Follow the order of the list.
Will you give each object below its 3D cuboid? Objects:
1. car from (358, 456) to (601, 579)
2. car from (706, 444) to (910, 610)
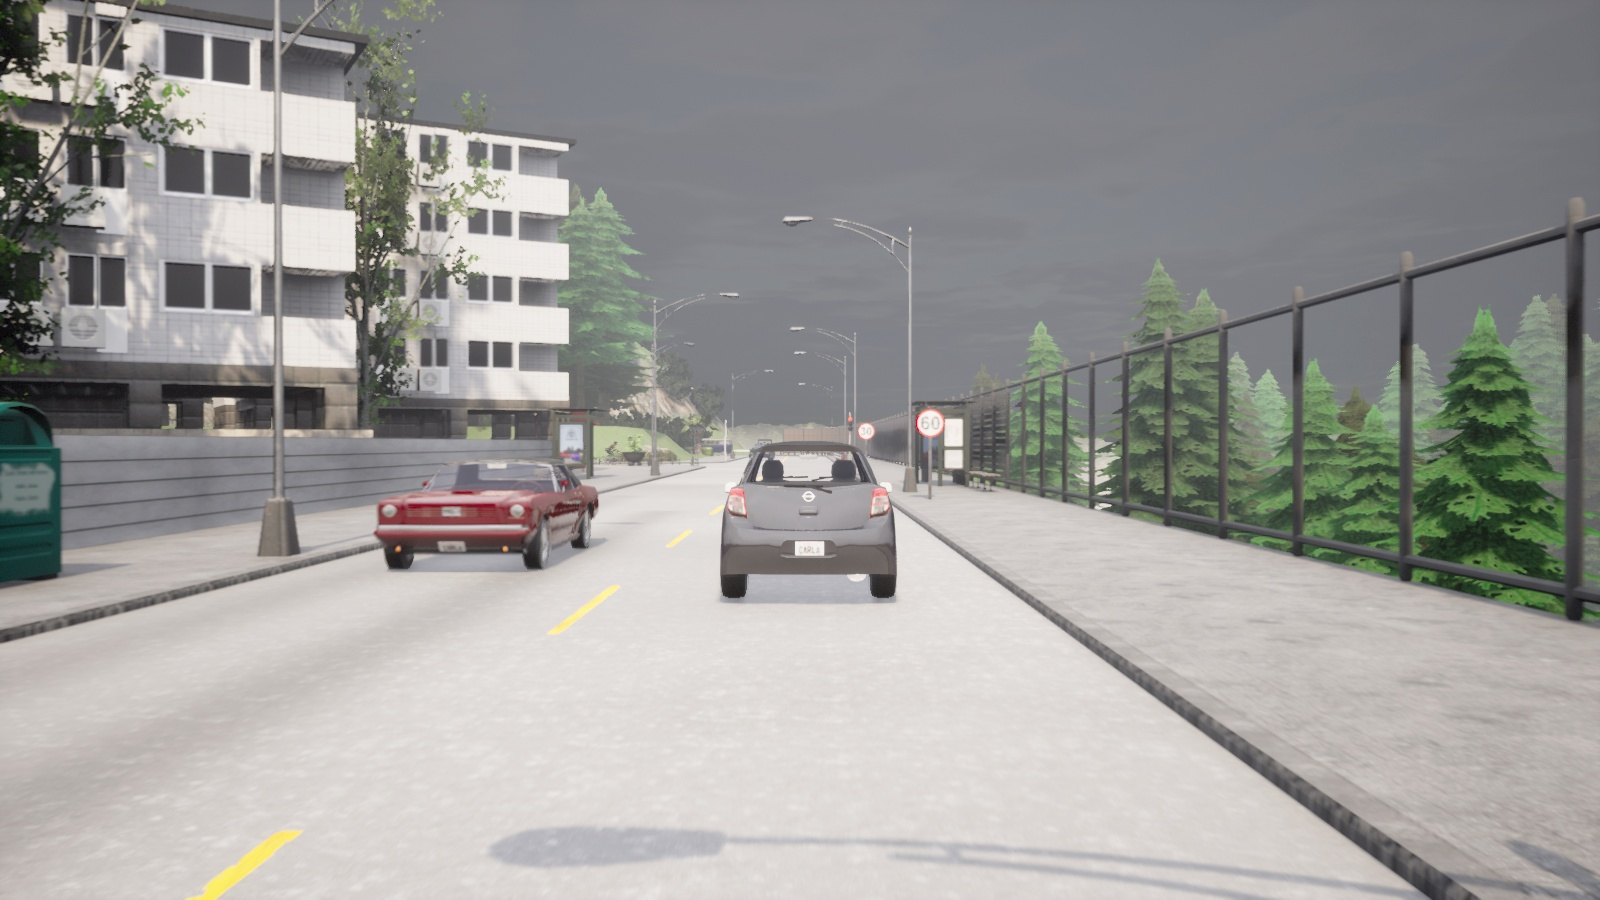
[{"bbox_3d":[-3.898,0.753,16.157,1.895,1.301,4.718,0,0,0],"label":"car"},{"bbox_3d":[0.085,0.686,13.191,1.845,1.501,3.633,0,0,0],"label":"car"}]
